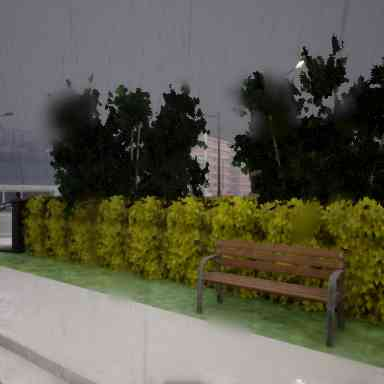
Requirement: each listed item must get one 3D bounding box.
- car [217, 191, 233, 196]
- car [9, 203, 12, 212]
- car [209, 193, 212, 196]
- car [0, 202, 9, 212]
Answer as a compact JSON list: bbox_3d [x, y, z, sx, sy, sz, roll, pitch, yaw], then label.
[{"bbox_3d":[6.806,0.559,69.067,2.097,1.767,4.553,0,1,35],"label":"car"},{"bbox_3d":[-16.616,1.480,35.837,1.812,1.442,4.674,0,0,35],"label":"car"},{"bbox_3d":[2.592,0.760,69.157,1.812,1.442,4.674,0,1,35],"label":"car"},{"bbox_3d":[-19.754,1.520,37.455,1.994,1.385,4.181,0,0,35],"label":"car"}]
